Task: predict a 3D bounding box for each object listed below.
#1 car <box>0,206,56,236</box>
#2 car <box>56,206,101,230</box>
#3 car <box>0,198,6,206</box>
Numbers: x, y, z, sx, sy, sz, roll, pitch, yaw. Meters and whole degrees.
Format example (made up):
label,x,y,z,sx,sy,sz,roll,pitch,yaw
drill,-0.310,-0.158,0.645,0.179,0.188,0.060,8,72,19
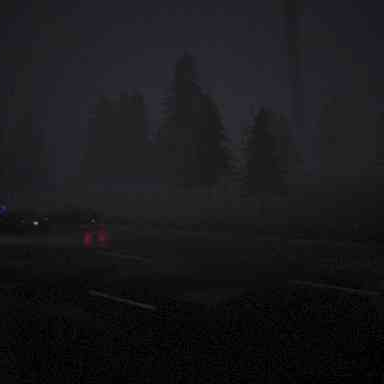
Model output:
label,x,y,z,sx,sy,sz,roll,pitch,yaw
car,-10.488,1.760,20.064,4.181,1.385,1.994,-1,0,35
car,-8.351,1.687,22.840,4.902,1.511,2.128,-1,0,35
car,-19.127,1.547,30.518,5.566,2.045,2.150,0,0,36
